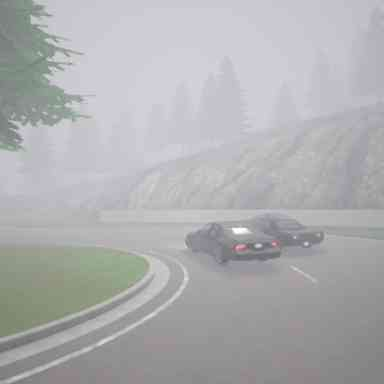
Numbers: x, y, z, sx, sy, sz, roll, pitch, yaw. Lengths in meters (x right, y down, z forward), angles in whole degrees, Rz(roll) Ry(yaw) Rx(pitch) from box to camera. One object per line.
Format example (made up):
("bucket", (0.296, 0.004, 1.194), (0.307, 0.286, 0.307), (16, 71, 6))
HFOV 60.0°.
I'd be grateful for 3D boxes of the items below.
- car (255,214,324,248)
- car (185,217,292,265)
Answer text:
("car", (3.814, 1.923, 15.813), (1.895, 1.301, 4.718), (0, -2, -24))
("car", (1.329, 1.848, 13.051), (2.033, 1.411, 5.357), (0, -2, -19))
